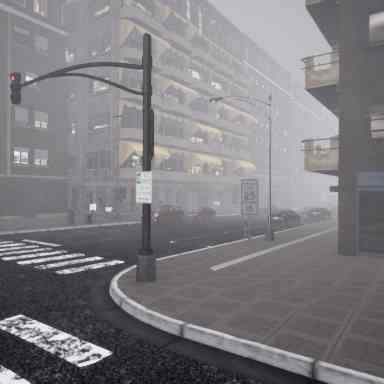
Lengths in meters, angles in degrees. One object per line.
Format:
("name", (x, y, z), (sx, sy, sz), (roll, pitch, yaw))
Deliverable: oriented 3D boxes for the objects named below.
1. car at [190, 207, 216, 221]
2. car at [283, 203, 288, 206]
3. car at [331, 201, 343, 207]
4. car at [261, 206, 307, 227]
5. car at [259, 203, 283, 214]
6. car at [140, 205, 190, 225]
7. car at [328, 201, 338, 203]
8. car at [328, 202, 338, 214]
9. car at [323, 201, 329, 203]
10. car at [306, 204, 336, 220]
("car", (0.844, 2.063, 32.207), (1.802, 1.307, 4.206), (-1, -1, 35))
("car", (13.697, 2.403, 50.709), (1.752, 1.417, 4.829), (-1, -1, 35))
("car", (36.430, 3.021, 83.491), (1.967, 1.590, 4.097), (-1, -1, 35))
("car", (7.671, 2.095, 27.463), (1.947, 1.339, 4.313), (-1, -2, 35))
("car", (10.556, 2.326, 46.188), (1.887, 1.381, 4.507), (-1, -1, 35))
("car", (-2.393, 1.820, 27.551), (1.967, 1.590, 4.097), (-1, -1, 35))
("car", (25.271, 2.724, 57.256), (1.895, 1.301, 4.718), (0, -1, 35))
("car", (20.719, 2.458, 46.245), (1.752, 1.417, 4.829), (-1, -2, 35))
("car", (29.948, 2.821, 74.175), (1.967, 1.590, 4.097), (-1, -1, 35))
("car", (14.147, 2.295, 36.784), (1.947, 1.339, 4.313), (-1, -2, 35))
